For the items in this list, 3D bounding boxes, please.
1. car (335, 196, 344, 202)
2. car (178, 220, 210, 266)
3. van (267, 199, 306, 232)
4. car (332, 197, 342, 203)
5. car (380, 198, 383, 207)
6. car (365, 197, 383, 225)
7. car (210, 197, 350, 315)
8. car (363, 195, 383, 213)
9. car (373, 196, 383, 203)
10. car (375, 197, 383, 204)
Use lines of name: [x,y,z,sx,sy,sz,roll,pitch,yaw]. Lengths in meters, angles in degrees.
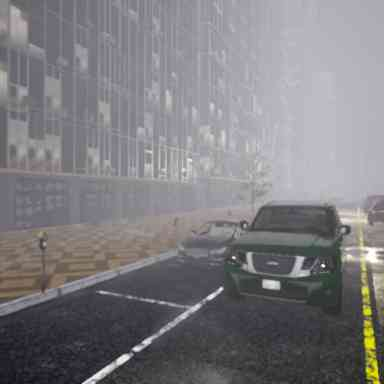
car: [36.599,1.737,82.590,1.887,1.381,4.507,0,0,26]
car: [1.097,1.586,11.236,2.008,1.369,4.403,0,0,26]
van: [6.169,1.412,21.430,1.690,1.788,3.998,0,0,26]
car: [31.527,1.762,72.398,1.802,1.307,4.206,0,0,26]
car: [31.421,1.709,53.369,1.887,1.381,4.507,0,0,26]
car: [14.024,1.442,24.260,2.097,1.767,4.553,0,0,27]
car: [2.588,1.252,8.198,2.150,2.045,5.566,0,0,26]
car: [20.281,1.345,36.852,2.150,2.045,5.566,0,0,26]
car: [44.098,1.766,78.850,1.947,1.339,4.313,0,0,26]
car: [39.027,1.754,68.658,1.947,1.339,4.313,0,0,26]
